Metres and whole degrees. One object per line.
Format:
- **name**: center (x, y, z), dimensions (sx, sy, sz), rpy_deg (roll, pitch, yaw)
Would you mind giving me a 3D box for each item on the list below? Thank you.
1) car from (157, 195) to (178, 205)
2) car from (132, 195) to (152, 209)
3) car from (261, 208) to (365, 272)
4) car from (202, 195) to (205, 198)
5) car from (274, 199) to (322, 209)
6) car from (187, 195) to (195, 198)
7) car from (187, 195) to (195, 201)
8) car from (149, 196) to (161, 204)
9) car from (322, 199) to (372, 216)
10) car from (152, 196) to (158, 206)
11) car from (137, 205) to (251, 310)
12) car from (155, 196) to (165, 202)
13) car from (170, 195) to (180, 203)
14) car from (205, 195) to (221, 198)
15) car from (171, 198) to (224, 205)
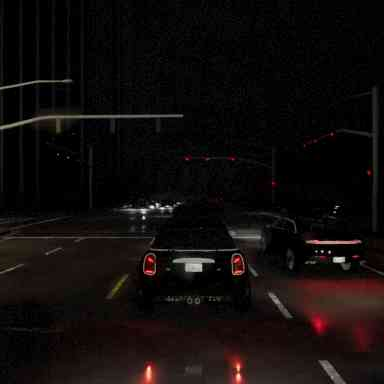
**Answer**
- **car**: center (-3.678, 1.547, 50.817), dimensions (2.033, 1.411, 5.357), rpy_deg (0, 0, 0)
- **car**: center (-7.175, 1.526, 46.496), dimensions (1.812, 1.442, 4.674), rpy_deg (0, 0, 0)
- **car**: center (3.600, 1.492, 10.801), dimensions (2.128, 1.511, 4.902), rpy_deg (0, 0, -3)
- **car**: center (3.355, 1.524, 82.147), dimensions (1.812, 1.442, 4.674), rpy_deg (0, 0, 0)
- **car**: center (11.182, 1.532, 35.029), dimensions (5.008, 1.535, 1.882), rpy_deg (0, 0, 5)
- **car**: center (-0.130, 1.478, 75.713), dimensions (1.882, 1.535, 5.008), rpy_deg (0, 0, 0)
- **car**: center (-0.156, 1.540, 88.255), dimensions (2.033, 1.411, 5.357), rpy_deg (0, 0, 0)
- **car**: center (-7.164, 1.526, 64.195), dimensions (1.812, 1.442, 4.674), rpy_deg (0, 0, 0)
- **car**: center (15.079, 1.408, 31.161), dimensions (4.553, 1.767, 2.097), rpy_deg (0, 0, -1)
- **car**: center (-7.184, 1.352, 55.399), dimensions (2.097, 1.767, 4.553), rpy_deg (0, 0, 0)
- **car**: center (0.043, 1.352, 7.992), dimensions (2.097, 1.767, 4.553), rpy_deg (0, 0, 0)
- **car**: center (-7.131, 1.594, 74.238), dimensions (1.895, 1.301, 4.718), rpy_deg (0, 0, 0)
- **car**: center (-3.624, 1.500, 70.530), dimensions (1.837, 1.490, 4.892), rpy_deg (0, 0, 0)
- **car**: center (3.455, 1.352, 48.490), dimensions (2.097, 1.767, 4.553), rpy_deg (0, 0, 0)
- **car**: center (0.674, 1.553, 31.115), dimensions (4.674, 1.442, 1.812), rpy_deg (0, 0, 0)
